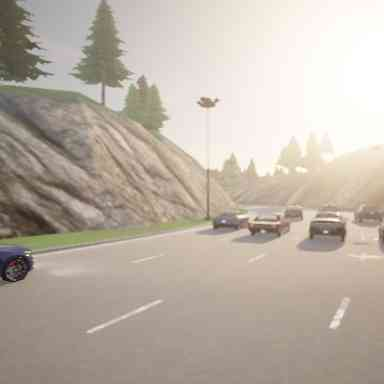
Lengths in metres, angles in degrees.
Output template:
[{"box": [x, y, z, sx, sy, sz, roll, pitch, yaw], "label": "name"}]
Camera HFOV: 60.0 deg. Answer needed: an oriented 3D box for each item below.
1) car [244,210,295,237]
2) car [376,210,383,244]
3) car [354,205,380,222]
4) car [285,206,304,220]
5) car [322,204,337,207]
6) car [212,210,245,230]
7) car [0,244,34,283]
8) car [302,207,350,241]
[{"box": [5.119, 2.047, 21.398, 1.895, 1.301, 4.718, -1, -1, 26], "label": "car"}, {"box": [10.970, 1.891, 17.510, 1.812, 1.442, 4.674, -1, -1, 26], "label": "car"}, {"box": [17.371, 2.033, 32.868, 2.097, 1.767, 4.553, 0, -1, 20], "label": "car"}, {"box": [11.410, 2.246, 37.034, 1.882, 1.535, 5.008, 0, -1, 19], "label": "car"}, {"box": [14.286, 2.070, 34.646, 2.097, 1.767, 4.553, 0, -1, 19], "label": "car"}, {"box": [3.096, 2.094, 25.434, 1.994, 1.385, 4.181, -1, -1, 25], "label": "car"}, {"box": [-6.273, 1.698, 8.089, 1.812, 1.442, 4.674, -1, -1, 31], "label": "car"}, {"box": [8.041, 1.898, 19.475, 2.128, 1.511, 4.902, -1, -1, 26], "label": "car"}]
